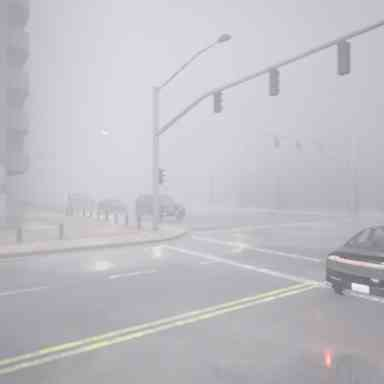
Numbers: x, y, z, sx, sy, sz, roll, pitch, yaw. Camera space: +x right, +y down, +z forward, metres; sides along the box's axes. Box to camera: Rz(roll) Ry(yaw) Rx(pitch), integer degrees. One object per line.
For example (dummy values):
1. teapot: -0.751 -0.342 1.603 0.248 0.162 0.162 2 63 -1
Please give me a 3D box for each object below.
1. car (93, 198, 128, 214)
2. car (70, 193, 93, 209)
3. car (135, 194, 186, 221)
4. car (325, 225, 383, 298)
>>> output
1. car: -8.529 1.454 35.531 1.882 1.535 5.008 0 0 -35
2. car: -14.567 1.199 44.187 2.150 2.045 5.566 0 0 -34
3. car: -2.739 1.198 27.376 2.150 2.045 5.566 0 0 -36
4. car: 4.883 1.503 7.534 4.902 1.511 2.128 0 0 -40
